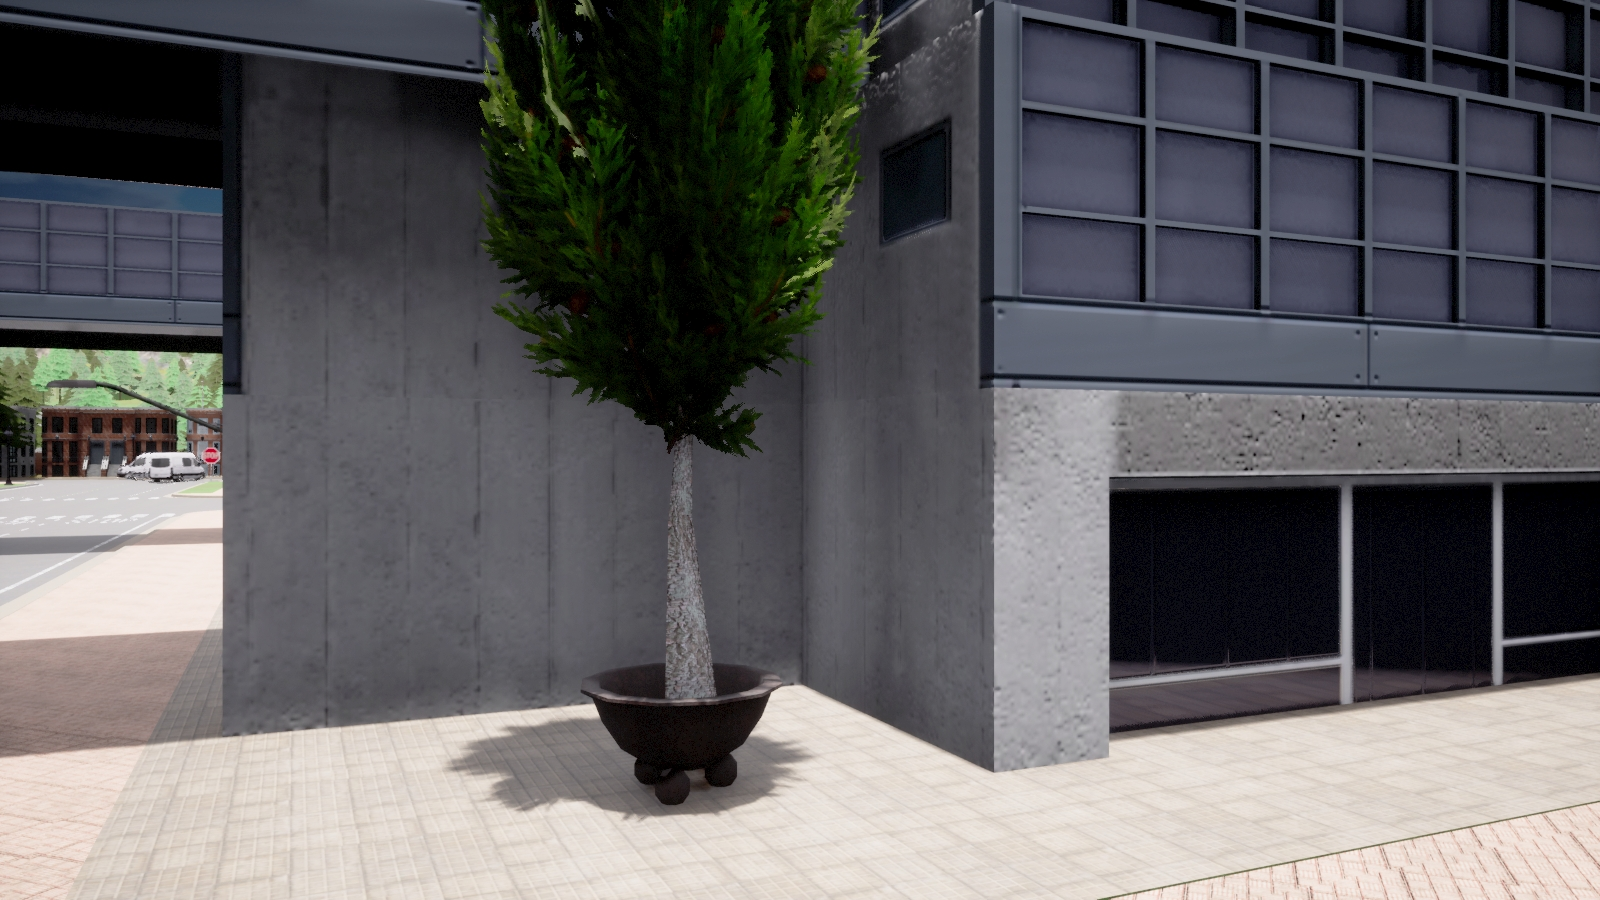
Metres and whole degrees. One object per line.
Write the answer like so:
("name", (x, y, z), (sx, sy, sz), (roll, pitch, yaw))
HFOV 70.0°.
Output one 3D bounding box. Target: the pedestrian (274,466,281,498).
("pedestrian", (-30.520, 1.849, 66.751), (0.375, 1.860, 0.375), (0, 0, -23))
